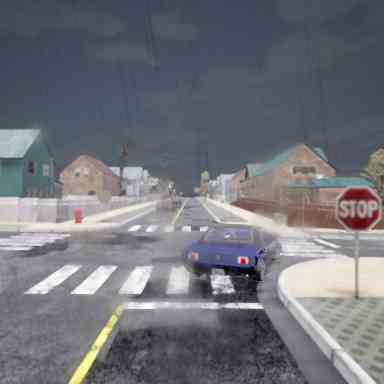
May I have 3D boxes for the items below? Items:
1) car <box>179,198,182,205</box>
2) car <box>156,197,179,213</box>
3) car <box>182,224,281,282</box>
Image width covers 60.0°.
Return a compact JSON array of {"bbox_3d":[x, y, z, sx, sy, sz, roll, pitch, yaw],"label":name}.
[{"bbox_3d":[-2.786,1.552,57.762,1.994,1.385,4.181,0,0,1],"label":"car"},{"bbox_3d":[-2.840,1.529,36.831,1.994,1.385,4.181,0,0,0],"label":"car"},{"bbox_3d":[1.422,1.596,9.847,1.895,1.301,4.718,1,0,21],"label":"car"}]
